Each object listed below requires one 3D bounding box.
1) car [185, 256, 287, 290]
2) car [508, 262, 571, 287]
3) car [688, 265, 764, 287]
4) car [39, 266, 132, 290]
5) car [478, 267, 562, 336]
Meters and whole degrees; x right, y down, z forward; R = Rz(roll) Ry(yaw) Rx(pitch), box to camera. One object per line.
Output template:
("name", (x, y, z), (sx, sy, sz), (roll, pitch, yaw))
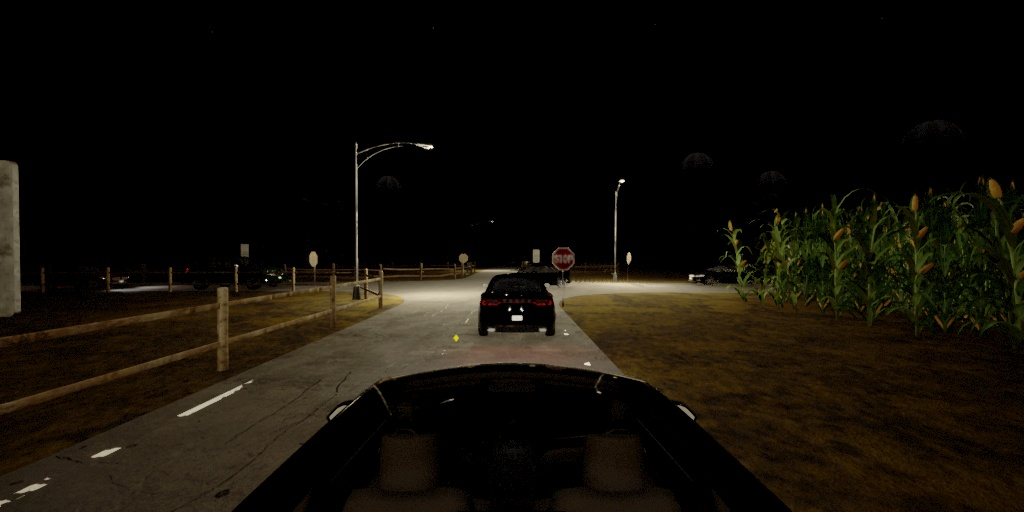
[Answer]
("car", (-17.703, 1.044, 23.093), (5.566, 2.045, 2.150), (0, 1, 0))
("car", (1.484, 1.303, 22.909), (5.008, 1.535, 1.882), (1, -1, -33))
("car", (15.350, 1.385, 25.846), (4.902, 1.511, 2.128), (0, 1, 0))
("car", (-27.533, 1.377, 23.158), (4.674, 1.442, 1.812), (0, 1, 0))
("car", (0.119, 1.235, 10.456), (1.882, 1.535, 5.008), (0, 0, 0))
